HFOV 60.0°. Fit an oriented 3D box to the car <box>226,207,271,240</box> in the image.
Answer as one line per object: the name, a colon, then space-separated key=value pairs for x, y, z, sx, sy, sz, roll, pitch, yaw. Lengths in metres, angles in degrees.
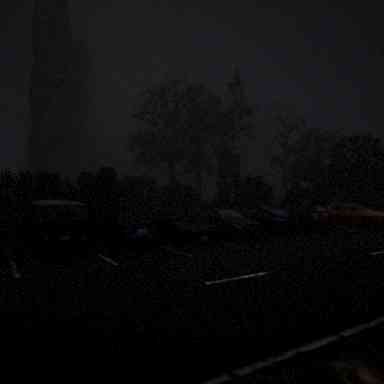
car: x=1.603 y=1.563 z=17.464 sx=2.002 sy=1.452 sz=4.674 roll=0 pitch=0 yaw=-32

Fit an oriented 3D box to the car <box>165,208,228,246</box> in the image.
car: x=-0.724 y=1.560 z=15.982 sx=2.163 sy=1.488 sz=4.792 roll=0 pitch=0 yaw=-32

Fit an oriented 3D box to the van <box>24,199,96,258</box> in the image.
van: x=-5.479 y=1.307 z=13.205 sx=1.878 sy=1.987 sz=4.442 roll=0 pitch=0 yaw=-32

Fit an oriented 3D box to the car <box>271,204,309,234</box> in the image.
car: x=3.946 y=1.552 z=18.911 sx=2.002 sy=1.452 sz=4.674 roll=0 pitch=0 yaw=-32

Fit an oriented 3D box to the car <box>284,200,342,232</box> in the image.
car: x=6.306 y=1.376 z=20.343 sx=2.185 sy=1.767 sz=4.553 roll=0 pitch=0 yaw=-32

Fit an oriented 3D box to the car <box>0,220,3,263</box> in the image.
car: x=-7.852 y=1.403 z=11.558 sx=2.185 sy=1.767 sz=4.553 roll=0 pitch=0 yaw=-32

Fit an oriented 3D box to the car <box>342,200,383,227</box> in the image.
car: x=11.065 y=1.458 z=23.113 sx=1.946 sy=1.575 sz=5.366 roll=0 pitch=0 yaw=-32

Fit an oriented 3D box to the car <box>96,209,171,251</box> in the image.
car: x=-3.094 y=1.561 z=14.582 sx=2.163 sy=1.488 sz=4.792 roll=0 pitch=0 yaw=-32
